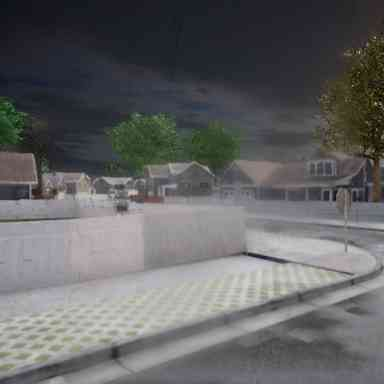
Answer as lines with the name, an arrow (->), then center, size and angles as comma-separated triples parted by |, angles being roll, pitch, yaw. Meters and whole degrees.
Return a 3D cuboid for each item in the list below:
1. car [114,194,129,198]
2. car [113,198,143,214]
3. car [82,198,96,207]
car -> -19.834, 1.315, 91.244 | 2.097, 1.767, 4.553 | 0, 0, 7
car -> -6.346, 1.549, 34.042 | 1.895, 1.301, 4.718 | 0, 0, -35
car -> -15.435, 1.595, 49.321 | 1.895, 1.301, 4.718 | 0, 0, -25
